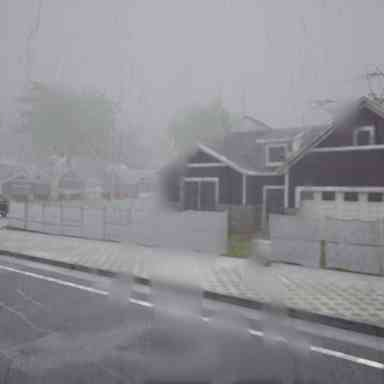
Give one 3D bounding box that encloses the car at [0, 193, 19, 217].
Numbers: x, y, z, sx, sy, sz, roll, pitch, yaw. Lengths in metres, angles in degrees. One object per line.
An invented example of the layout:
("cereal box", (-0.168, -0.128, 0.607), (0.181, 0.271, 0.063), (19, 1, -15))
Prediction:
("car", (-15.079, 1.014, 24.820), (2.150, 2.045, 5.566), (1, 1, 33))
